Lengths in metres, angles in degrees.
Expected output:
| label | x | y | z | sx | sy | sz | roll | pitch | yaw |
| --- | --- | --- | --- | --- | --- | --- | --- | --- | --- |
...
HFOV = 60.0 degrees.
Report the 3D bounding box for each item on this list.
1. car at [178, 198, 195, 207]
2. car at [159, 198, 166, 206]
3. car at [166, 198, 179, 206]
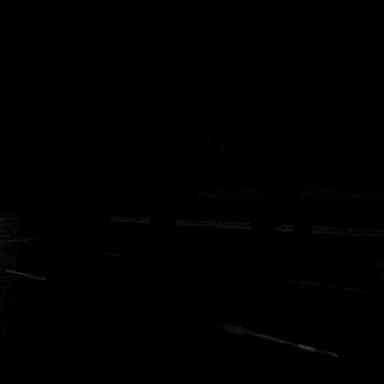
| label | x | y | z | sx | sy | sz | roll | pitch | yaw |
| --- | --- | --- | --- | --- | --- | --- | --- | --- | --- |
| car | 0.124 | 1.954 | 60.430 | 1.895 | 1.301 | 4.718 | -1 | 0 | 36 |
| car | -4.568 | 1.915 | 65.799 | 2.128 | 1.511 | 4.902 | -1 | 0 | 37 |
| car | -2.218 | 1.912 | 63.107 | 1.812 | 1.442 | 4.674 | -1 | 0 | 37 |
